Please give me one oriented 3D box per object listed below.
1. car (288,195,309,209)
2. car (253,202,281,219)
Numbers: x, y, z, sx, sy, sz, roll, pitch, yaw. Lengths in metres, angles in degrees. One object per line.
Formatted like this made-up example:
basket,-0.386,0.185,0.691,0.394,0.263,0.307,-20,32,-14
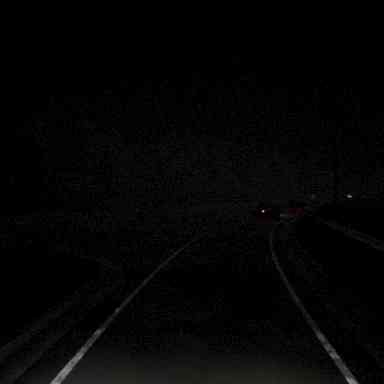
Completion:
car,14.950,1.610,47.274,1.812,1.442,4.674,0,0,28
car,6.845,1.608,30.176,1.994,1.385,4.181,0,0,23
